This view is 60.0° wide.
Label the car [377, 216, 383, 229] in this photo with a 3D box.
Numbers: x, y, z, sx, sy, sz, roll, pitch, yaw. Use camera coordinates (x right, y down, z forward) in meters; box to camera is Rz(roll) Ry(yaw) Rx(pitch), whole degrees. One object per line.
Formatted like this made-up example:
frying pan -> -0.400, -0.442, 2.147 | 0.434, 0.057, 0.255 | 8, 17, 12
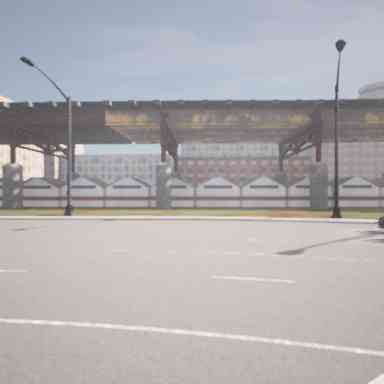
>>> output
car -> 12.487, 1.503, 17.614 | 4.674, 1.442, 1.812 | 0, -1, 24
